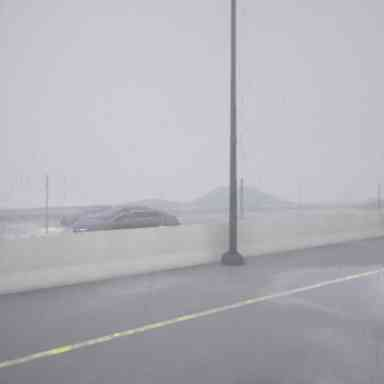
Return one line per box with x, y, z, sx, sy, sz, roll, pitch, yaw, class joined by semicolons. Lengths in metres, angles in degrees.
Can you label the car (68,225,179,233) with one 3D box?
-2.866;1.458;14.585;4.902;1.511;2.128;0;0;-33;car
